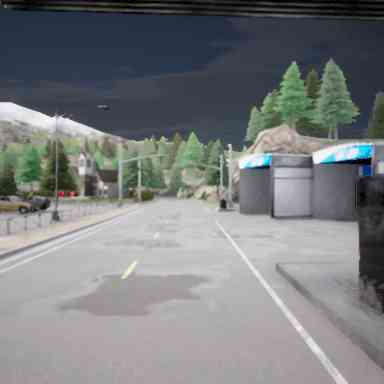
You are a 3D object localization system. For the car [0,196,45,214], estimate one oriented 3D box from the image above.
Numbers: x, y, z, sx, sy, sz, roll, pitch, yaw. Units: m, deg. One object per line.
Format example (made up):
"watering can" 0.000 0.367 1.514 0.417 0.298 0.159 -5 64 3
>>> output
"car" -16.442 1.155 29.984 5.027 1.636 2.152 0 0 -1

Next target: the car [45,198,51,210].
"car" -16.514 1.146 33.121 4.514 1.523 2.007 0 0 -1
